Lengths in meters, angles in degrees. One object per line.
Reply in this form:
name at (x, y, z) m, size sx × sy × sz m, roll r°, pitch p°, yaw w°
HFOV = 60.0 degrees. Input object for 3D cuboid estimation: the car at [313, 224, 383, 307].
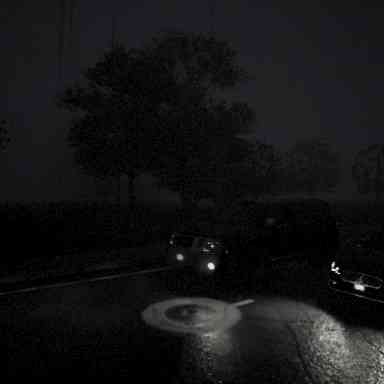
car at (5.084, 1.500, 7.468) m, size 4.892 × 1.490 × 1.837 m, roll 0°, pitch 0°, yaw -34°

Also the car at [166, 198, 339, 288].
car at (1.986, 1.215, 9.601) m, size 5.566 × 2.045 × 2.150 m, roll 0°, pitch 0°, yaw -35°
